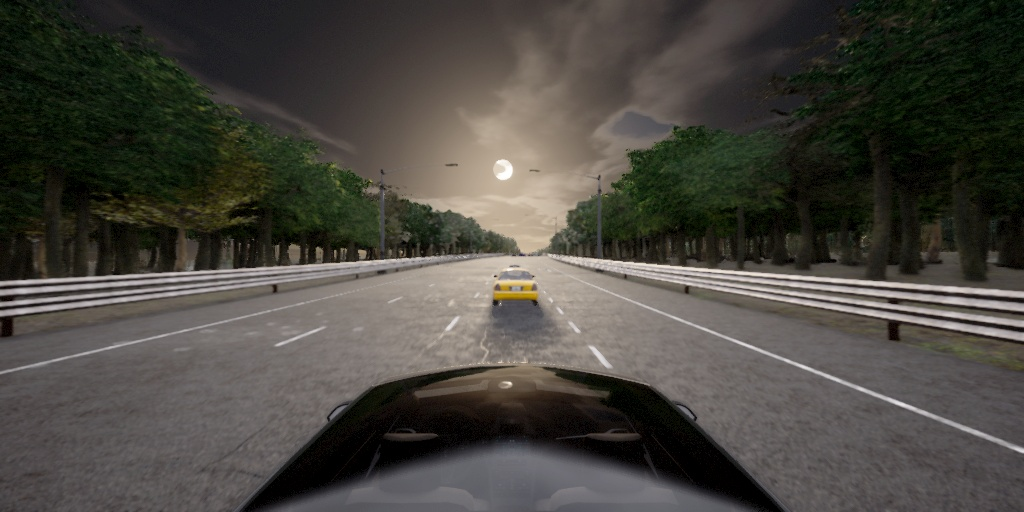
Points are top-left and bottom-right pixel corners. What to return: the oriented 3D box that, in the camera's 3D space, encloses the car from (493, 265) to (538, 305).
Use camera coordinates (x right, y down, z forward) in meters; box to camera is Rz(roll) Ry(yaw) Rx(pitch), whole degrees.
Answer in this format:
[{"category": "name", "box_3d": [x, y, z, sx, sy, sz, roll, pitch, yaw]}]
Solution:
[{"category": "car", "box_3d": [0.126, 1.171, 15.968, 1.801, 1.575, 5.366, 0, 0, -1]}]
